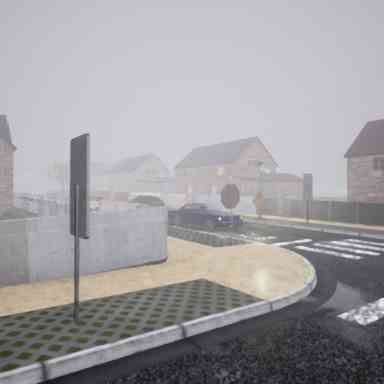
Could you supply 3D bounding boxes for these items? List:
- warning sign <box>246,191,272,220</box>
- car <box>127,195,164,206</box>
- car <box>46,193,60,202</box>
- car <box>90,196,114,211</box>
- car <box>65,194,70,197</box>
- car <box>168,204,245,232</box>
[{"bbox_3d":[4.454,0.866,22.174,1.300,1.860,1.060,-1,0,-36],"label":"warning sign"},{"bbox_3d":[-4.341,1.031,30.274,1.837,1.490,4.892,0,1,-36],"label":"car"},{"bbox_3d":[-19.421,0.774,46.324,1.994,1.385,4.181,0,1,-36],"label":"car"},{"bbox_3d":[-9.101,1.038,31.836,1.895,1.301,4.718,0,1,-36],"label":"car"},{"bbox_3d":[-16.467,0.746,47.048,2.033,1.411,5.357,0,1,-36],"label":"car"},{"bbox_3d":[0.680,1.334,18.252,1.895,1.301,4.718,0,1,-36],"label":"car"}]
